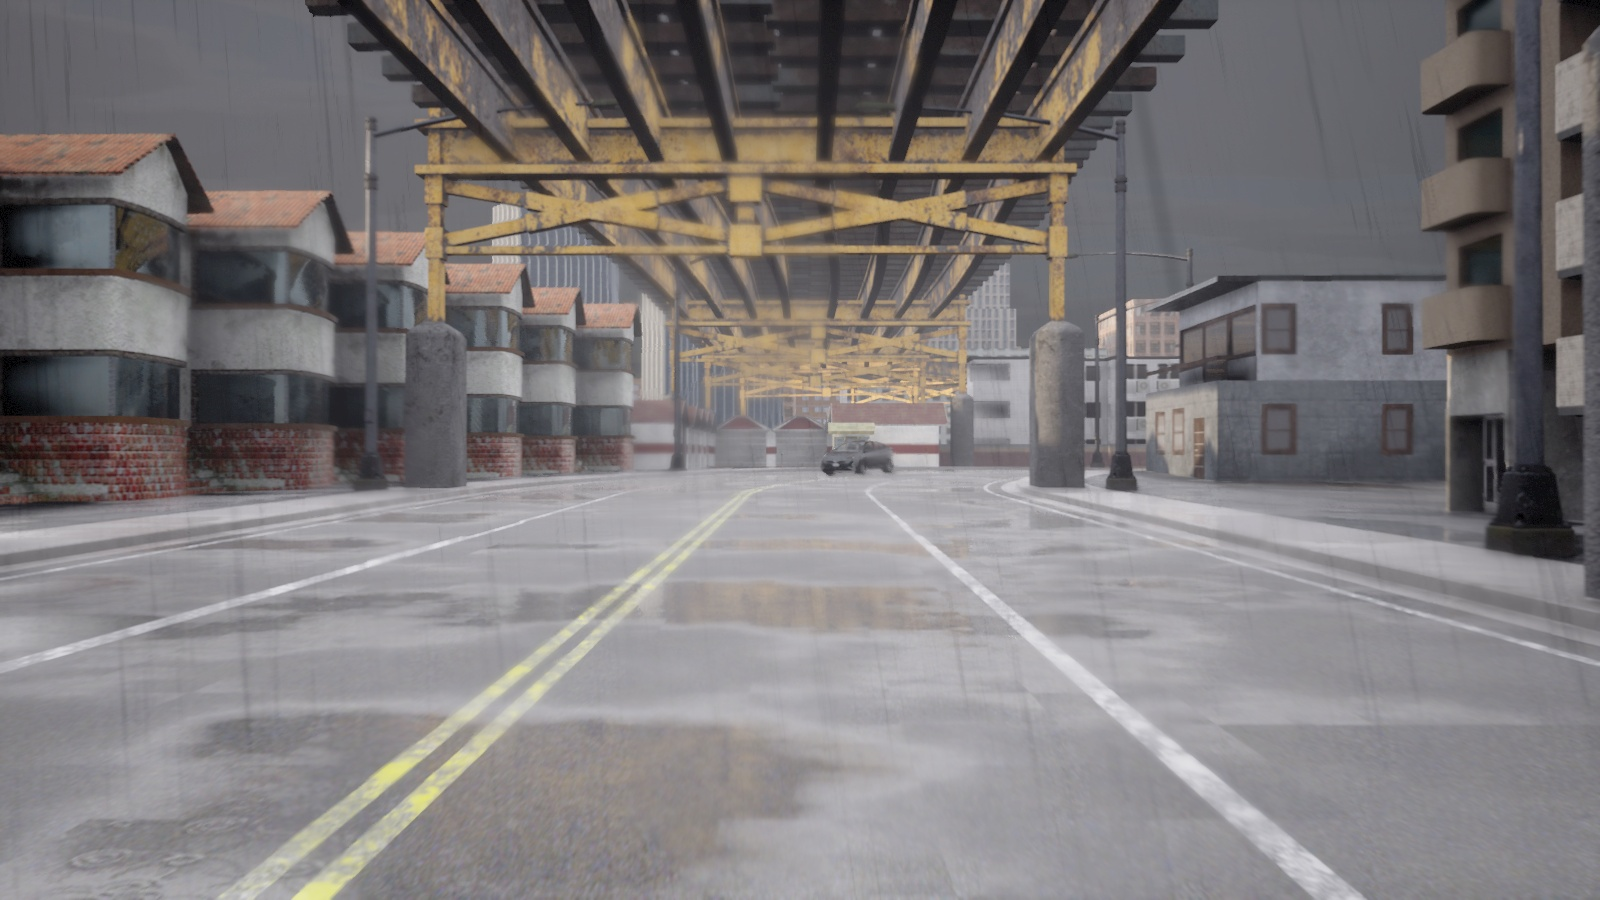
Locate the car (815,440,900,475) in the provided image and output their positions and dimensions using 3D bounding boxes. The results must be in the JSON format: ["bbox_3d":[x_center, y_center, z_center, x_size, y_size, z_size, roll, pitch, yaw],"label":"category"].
[{"bbox_3d":[2.654,0.322,57.131,2.007,1.525,4.514,0,0,30],"label":"car"}]
